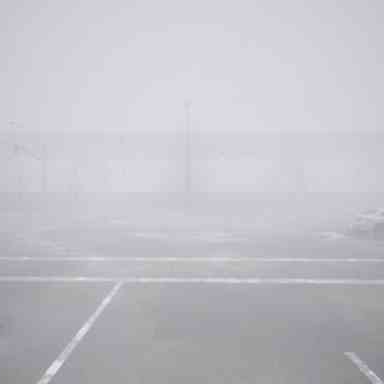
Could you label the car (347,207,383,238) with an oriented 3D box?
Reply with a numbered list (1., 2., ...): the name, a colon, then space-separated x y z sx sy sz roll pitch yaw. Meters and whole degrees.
1. car: 10.207 1.467 16.556 4.674 1.442 1.812 0 0 0
